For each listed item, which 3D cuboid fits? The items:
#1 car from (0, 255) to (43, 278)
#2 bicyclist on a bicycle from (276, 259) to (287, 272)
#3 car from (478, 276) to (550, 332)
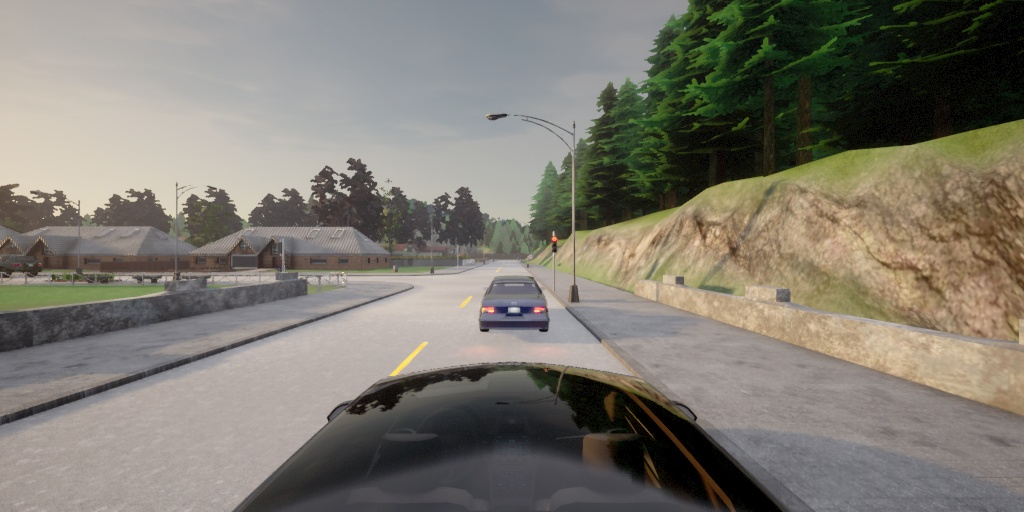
[{"bbox_3d":[-47.379,0.971,33.336,5.566,2.045,2.150,0,0,1],"label":"car"},{"bbox_3d":[-24.167,1.099,37.589,0.582,1.620,1.656,0,0,0],"label":"bicyclist on a bicycle"},{"bbox_3d":[0.062,1.297,10.811,2.033,1.411,5.357,0,0,0],"label":"car"}]
